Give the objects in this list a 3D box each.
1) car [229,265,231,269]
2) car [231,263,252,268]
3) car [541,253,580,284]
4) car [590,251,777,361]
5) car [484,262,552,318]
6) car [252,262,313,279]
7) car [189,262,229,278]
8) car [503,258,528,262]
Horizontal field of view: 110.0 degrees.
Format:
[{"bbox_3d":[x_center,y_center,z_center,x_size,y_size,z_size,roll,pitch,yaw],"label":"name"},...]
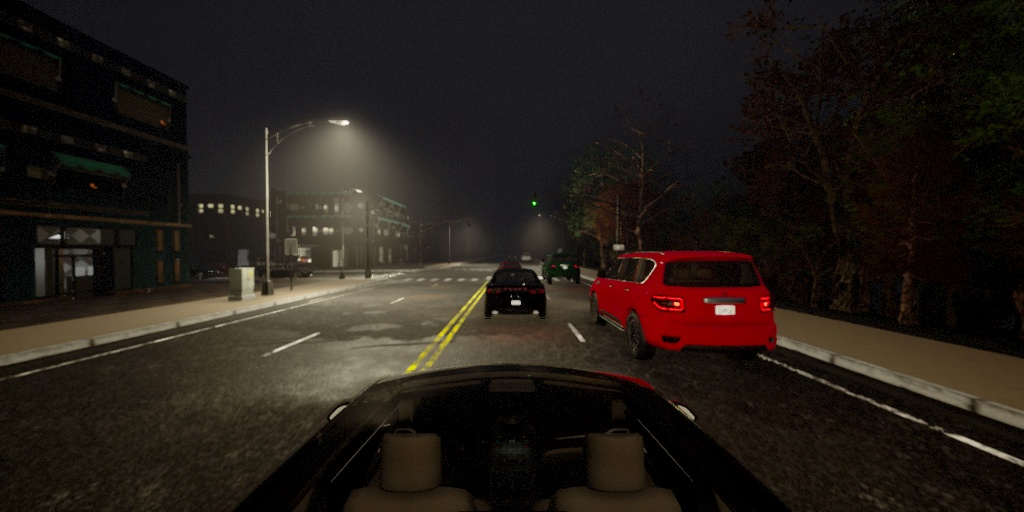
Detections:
[{"bbox_3d":[-33.806,1.371,40.246,4.207,1.307,1.802,0,0,0],"label":"car"},{"bbox_3d":[-28.271,1.277,40.237,4.403,1.370,2.007,0,0,0],"label":"car"},{"bbox_3d":[3.356,0.795,25.287,2.150,2.045,5.566,0,0,0],"label":"car"},{"bbox_3d":[3.362,0.921,8.308,2.150,2.045,5.566,0,0,0],"label":"car"},{"bbox_3d":[0.101,1.146,12.592,1.882,1.535,5.008,0,1,0],"label":"car"},{"bbox_3d":[-19.940,1.343,31.723,4.313,1.339,1.948,0,0,0],"label":"car"},{"bbox_3d":[-30.636,1.358,34.445,4.892,1.490,1.837,-1,1,0],"label":"car"},{"bbox_3d":[-0.187,1.092,26.262,1.812,1.442,4.674,0,0,-5],"label":"car"}]
